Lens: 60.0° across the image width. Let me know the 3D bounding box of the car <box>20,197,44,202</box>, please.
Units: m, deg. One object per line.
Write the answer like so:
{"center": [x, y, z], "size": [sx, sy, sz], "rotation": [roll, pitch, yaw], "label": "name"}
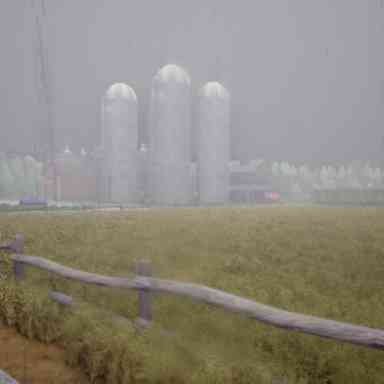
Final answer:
{"center": [-29.373, 1.757, 61.586], "size": [2.242, 1.667, 4.611], "rotation": [0, -1, 41], "label": "car"}
